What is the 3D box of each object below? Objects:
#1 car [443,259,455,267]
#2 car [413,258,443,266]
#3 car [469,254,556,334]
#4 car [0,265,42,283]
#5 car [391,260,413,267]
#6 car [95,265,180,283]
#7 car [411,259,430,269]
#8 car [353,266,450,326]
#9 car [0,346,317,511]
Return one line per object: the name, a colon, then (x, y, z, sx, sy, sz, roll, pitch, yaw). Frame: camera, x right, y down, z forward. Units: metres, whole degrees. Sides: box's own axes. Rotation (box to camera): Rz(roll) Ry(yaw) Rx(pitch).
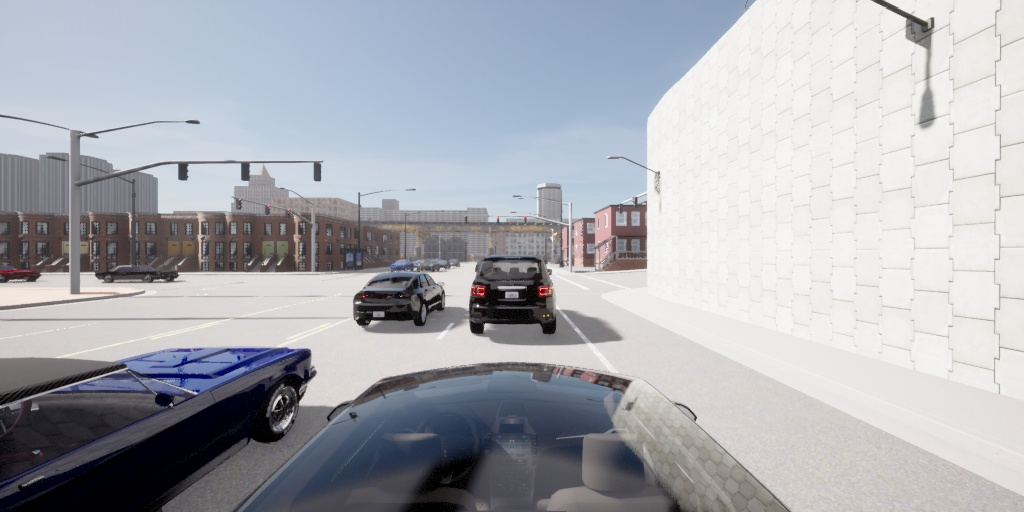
car: (-10.603, 1.297, 54.996, 2.033, 1.411, 5.357, 0, 0, 0)
car: (-10.592, 1.102, 45.513, 2.097, 1.767, 4.553, 0, 0, 0)
car: (0.062, 0.971, 10.755, 2.150, 2.045, 5.566, 0, 0, 1)
car: (-38.857, 1.351, 27.063, 4.718, 1.301, 1.895, 0, 0, 0)
car: (-14.106, 1.228, 46.314, 1.882, 1.535, 5.008, 0, 0, 1)
car: (-28.178, 1.351, 27.101, 4.718, 1.301, 1.895, 0, 0, 0)
car: (-14.102, 1.274, 55.660, 1.812, 1.442, 4.674, 0, 0, 0)
car: (-3.422, 1.255, 11.645, 1.837, 1.490, 4.892, 0, 0, 0)
car: (-3.397, 1.351, 2.391, 1.895, 1.301, 4.718, 0, 0, 0)
